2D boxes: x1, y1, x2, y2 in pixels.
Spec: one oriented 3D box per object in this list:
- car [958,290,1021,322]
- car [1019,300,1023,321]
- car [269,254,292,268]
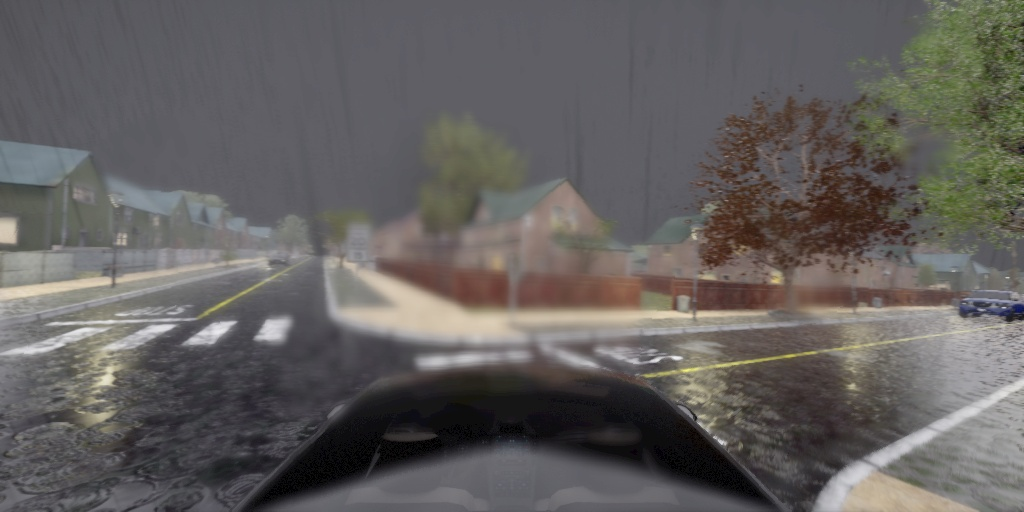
[{"bbox_3d":[33.839,3.431,25.265,5.566,2.045,2.150,4,-2,-28],"label":"car"},{"bbox_3d":[32.613,3.578,21.398,4.181,1.385,1.994,4,-2,-28],"label":"car"},{"bbox_3d":[-26.137,0.510,40.582,1.837,1.490,4.892,2,-1,-27],"label":"car"}]
